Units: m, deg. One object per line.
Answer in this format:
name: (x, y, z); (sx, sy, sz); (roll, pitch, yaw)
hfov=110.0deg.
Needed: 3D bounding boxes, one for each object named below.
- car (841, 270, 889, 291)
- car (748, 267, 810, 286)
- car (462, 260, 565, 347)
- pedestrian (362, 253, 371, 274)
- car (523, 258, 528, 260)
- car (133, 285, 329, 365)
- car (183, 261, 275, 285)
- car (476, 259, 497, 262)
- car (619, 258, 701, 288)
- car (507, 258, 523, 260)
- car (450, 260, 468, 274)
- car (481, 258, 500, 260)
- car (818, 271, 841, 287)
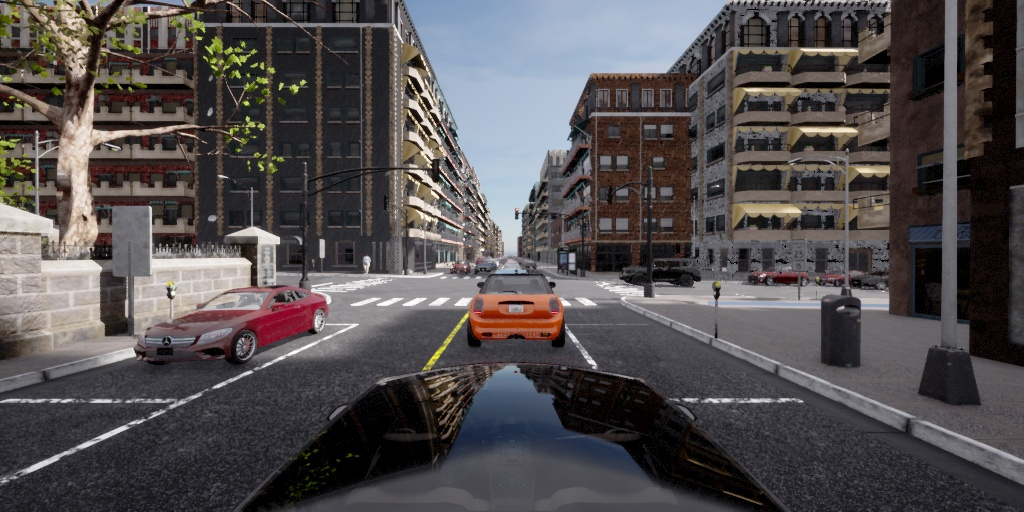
car: (27.695, 1.764, 26.385); (4.892, 1.490, 1.837); (2, 0, -1)
car: (21.344, 1.571, 28.864); (4.097, 1.591, 1.967); (0, 0, -1)
car: (0.117, 1.101, 9.490); (2.097, 1.767, 4.553); (0, 0, 1)
pedestrian: (-12.752, 0.651, 31.374); (0.375, 1.860, 0.375); (0, -1, -1)
car: (2.624, 1.298, 51.674); (2.007, 1.370, 4.403); (0, 0, 0)
car: (-5.697, 1.331, 7.980); (1.802, 1.307, 4.207); (0, 0, 0)
car: (-17.676, 1.035, 22.575); (4.181, 1.385, 1.994); (1, 0, -1)
car: (-3.145, 1.312, 40.988); (1.994, 1.385, 4.181); (0, 0, 0)
car: (10.794, 1.177, 26.228); (5.566, 2.045, 2.150); (1, 0, 2)
car: (0.045, 1.273, 40.991); (1.812, 1.442, 4.674); (0, 0, 0)
car: (-5.741, 1.187, 40.391); (1.967, 1.591, 4.097); (0, 0, 0)
car: (-3.153, 1.312, 49.962); (1.994, 1.385, 4.181); (0, 0, 0)
car: (27.018, 1.813, 28.940); (4.207, 1.307, 1.802); (0, 0, -1)
